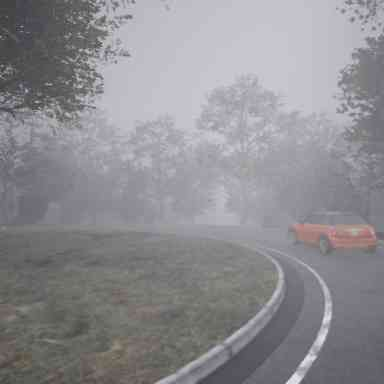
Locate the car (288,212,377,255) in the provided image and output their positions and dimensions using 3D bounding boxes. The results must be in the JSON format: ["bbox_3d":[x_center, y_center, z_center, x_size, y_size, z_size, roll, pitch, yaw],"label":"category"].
[{"bbox_3d":[6.047,1.666,14.944,2.097,1.767,4.553,-1,-1,-6],"label":"car"}]
